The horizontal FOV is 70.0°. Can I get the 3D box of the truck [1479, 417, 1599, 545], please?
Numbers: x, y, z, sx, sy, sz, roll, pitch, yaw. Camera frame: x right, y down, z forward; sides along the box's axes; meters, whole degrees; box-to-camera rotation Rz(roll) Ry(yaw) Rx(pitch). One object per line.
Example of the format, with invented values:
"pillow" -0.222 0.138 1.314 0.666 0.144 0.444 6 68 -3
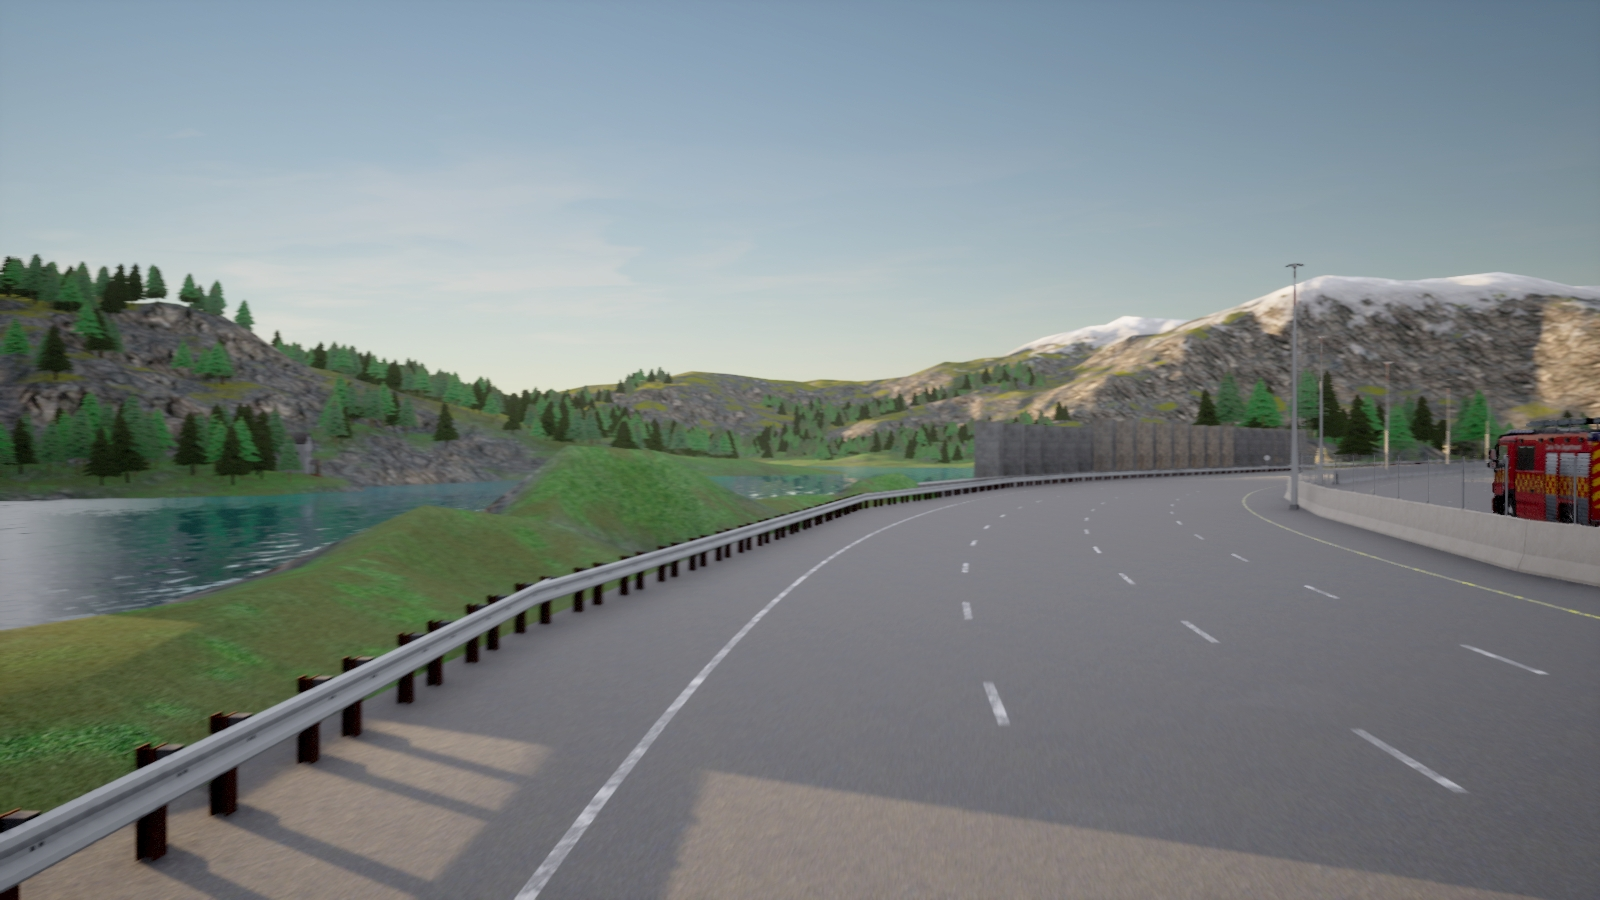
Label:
"truck" 25.707 0.924 38.115 2.891 3.827 8.468 0 0 14
